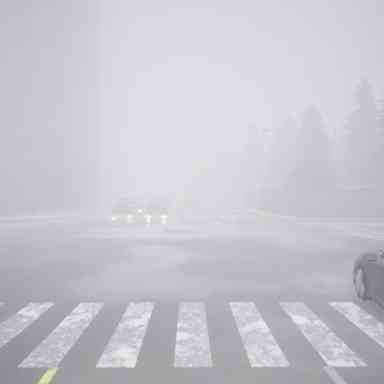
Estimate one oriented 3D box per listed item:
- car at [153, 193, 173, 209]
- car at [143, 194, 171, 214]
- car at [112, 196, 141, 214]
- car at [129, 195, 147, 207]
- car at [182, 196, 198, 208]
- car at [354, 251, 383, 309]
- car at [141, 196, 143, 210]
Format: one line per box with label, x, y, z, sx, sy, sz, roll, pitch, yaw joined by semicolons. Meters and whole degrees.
car;-3.850;1.251;45.161;2.150;2.045;5.566;0;0;-3
car;-3.647;1.376;35.597;2.097;1.767;4.553;0;0;-1
car;-7.149;1.376;35.722;2.097;1.767;4.553;0;0;0
car;-8.877;1.388;54.327;2.097;1.767;4.553;0;0;-21
car;-0.337;1.384;48.409;2.097;1.767;4.553;0;0;-5
car;4.168;1.511;5.338;1.837;1.490;4.892;0;0;9
car;-7.343;1.593;44.362;1.994;1.385;4.181;0;0;-3
